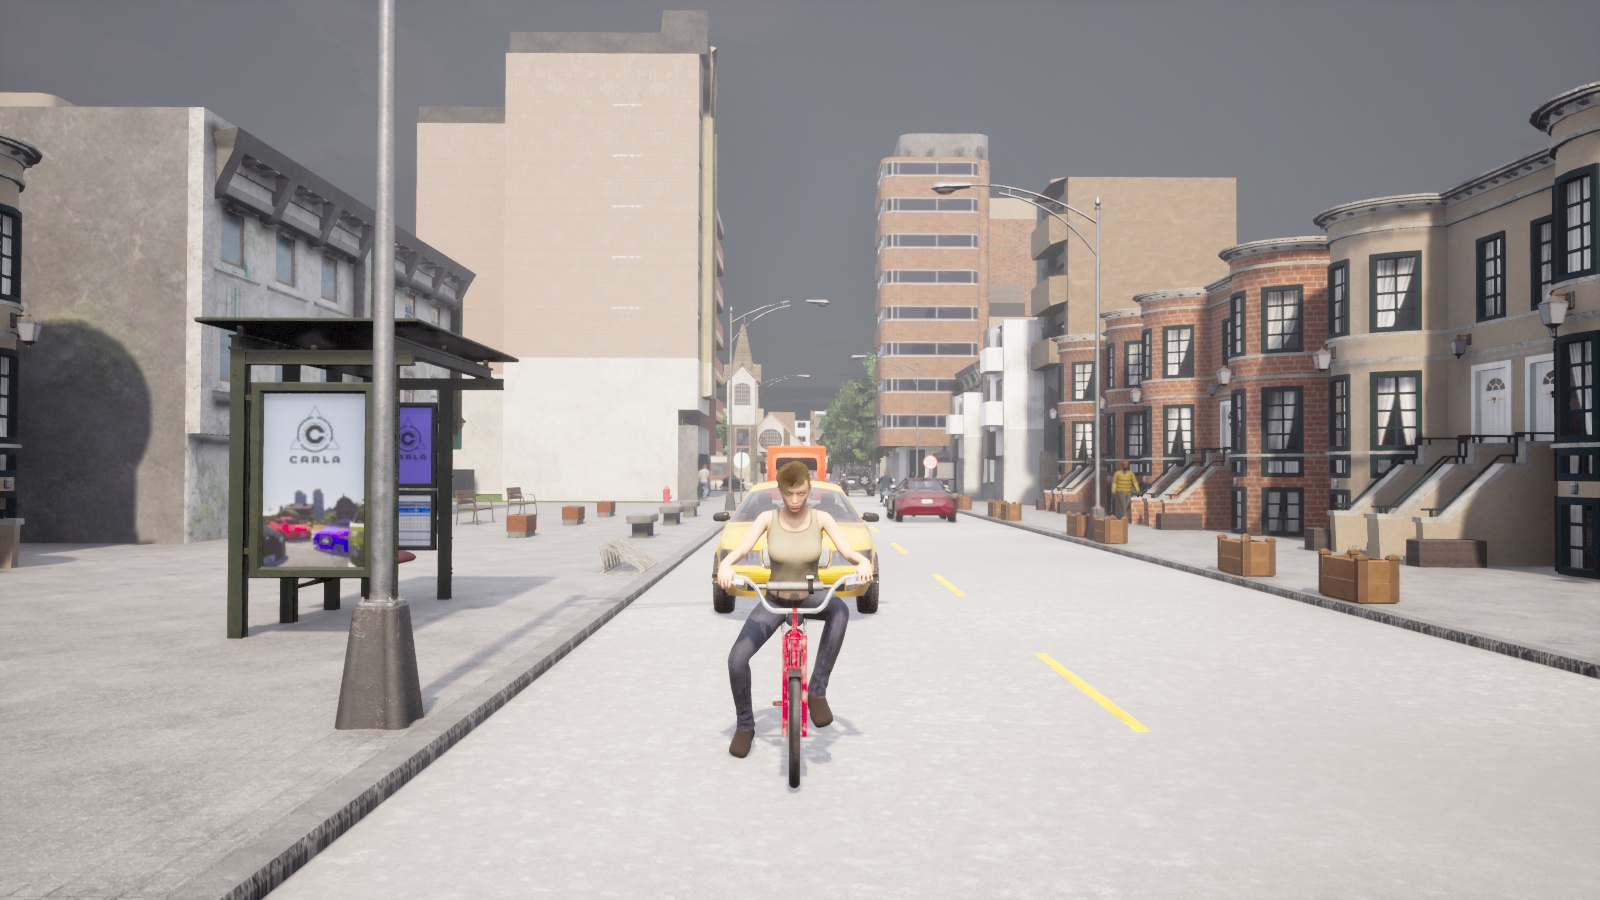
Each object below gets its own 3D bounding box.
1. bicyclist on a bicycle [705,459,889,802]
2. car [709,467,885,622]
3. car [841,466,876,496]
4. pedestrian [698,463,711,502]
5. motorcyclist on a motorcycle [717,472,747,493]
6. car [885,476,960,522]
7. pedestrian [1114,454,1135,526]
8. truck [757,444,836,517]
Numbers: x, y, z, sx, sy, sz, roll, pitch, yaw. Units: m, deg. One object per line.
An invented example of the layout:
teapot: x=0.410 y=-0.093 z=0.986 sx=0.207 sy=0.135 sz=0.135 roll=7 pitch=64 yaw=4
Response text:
bicyclist on a bicycle: x=-0.022 y=0.863 z=6.680 sx=0.866 sy=1.612 sz=1.509 roll=0 pitch=-1 yaw=-1
car: x=-0.039 y=1.014 z=15.534 sx=1.801 sy=1.575 sz=5.366 roll=0 pitch=-1 yaw=0
car: x=3.672 y=1.951 z=79.696 sx=1.932 sy=1.855 sz=4.605 roll=0 pitch=-1 yaw=-1
pedestrian: x=-4.556 y=1.548 z=60.011 sx=0.354 sy=1.836 sz=0.706 roll=-1 pitch=-1 yaw=20
motorcyclist on a motorcycle: x=-4.987 y=2.370 z=92.619 sx=2.044 sy=1.523 sz=0.797 roll=-1 pitch=1 yaw=19
car: x=3.895 y=1.541 z=40.496 sx=1.994 sy=1.385 sz=4.181 roll=0 pitch=-1 yaw=0
pedestrian: x=8.473 y=1.040 z=32.794 sx=0.370 sy=1.835 sz=0.726 roll=0 pitch=-1 yaw=0
truck: x=-0.125 y=1.086 z=44.929 sx=2.627 sy=2.467 sz=5.204 roll=0 pitch=-1 yaw=0
